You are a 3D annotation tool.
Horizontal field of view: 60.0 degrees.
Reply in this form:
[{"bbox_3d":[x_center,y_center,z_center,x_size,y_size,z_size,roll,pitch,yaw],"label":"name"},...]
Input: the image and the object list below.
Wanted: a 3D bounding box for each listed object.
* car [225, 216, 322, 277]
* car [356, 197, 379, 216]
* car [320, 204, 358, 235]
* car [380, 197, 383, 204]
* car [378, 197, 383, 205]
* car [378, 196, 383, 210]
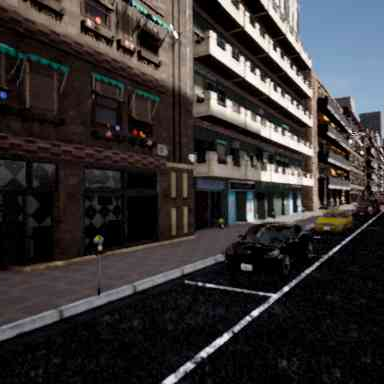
[{"bbox_3d":[2.643,1.667,10.816,1.947,1.339,4.313,-1,-1,33],"label":"car"},{"bbox_3d":[17.852,1.638,34.544,1.967,1.590,4.097,-1,-1,33],"label":"car"},{"bbox_3d":[8.635,1.665,20.164,1.752,1.417,4.829,-1,-1,33],"label":"car"},{"bbox_3d":[42.189,1.888,72.503,1.887,1.381,4.507,-1,-1,33],"label":"car"},{"bbox_3d":[39.146,1.766,67.758,1.967,1.590,4.097,-1,-1,33],"label":"car"},{"bbox_3d":[20.894,1.531,39.290,2.192,1.841,5.009,-1,-1,33],"label":"car"}]
